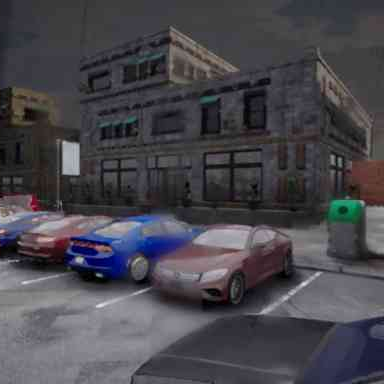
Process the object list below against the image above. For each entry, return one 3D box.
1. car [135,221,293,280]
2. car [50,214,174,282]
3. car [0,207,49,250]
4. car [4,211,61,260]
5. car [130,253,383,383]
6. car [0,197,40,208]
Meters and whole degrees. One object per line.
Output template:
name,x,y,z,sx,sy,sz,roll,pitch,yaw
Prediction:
car,1.045,1.500,8.215,2.002,1.452,4.674,0,0,36
car,-1.205,1.447,9.810,2.097,1.535,5.008,0,0,36
car,-5.798,1.463,13.091,2.002,1.452,4.674,0,0,36
car,-3.447,1.475,11.414,2.002,1.452,4.674,0,0,36
car,2.010,1.551,1.944,5.357,1.411,2.033,0,0,35
car,-7.953,1.286,14.594,2.185,1.767,4.553,0,0,36
